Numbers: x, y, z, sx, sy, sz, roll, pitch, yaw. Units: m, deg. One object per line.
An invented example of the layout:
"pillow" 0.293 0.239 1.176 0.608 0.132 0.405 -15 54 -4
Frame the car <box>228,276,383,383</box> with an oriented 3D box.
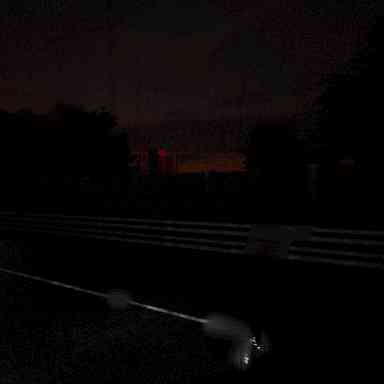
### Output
"car" 2.956 1.208 1.884 5.566 2.045 2.150 -1 0 35
